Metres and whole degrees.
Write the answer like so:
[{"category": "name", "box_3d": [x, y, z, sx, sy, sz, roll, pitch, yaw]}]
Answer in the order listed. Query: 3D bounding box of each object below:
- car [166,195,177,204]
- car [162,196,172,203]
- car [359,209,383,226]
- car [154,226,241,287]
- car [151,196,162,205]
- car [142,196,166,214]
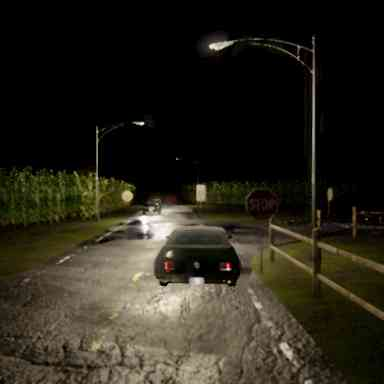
[{"category": "car", "box_3d": [-4.171, 1.424, 65.216, 2.097, 1.767, 4.553, 0, 0, -7]}, {"category": "car", "box_3d": [-5.598, 1.647, 75.190, 1.994, 1.385, 4.181, 0, 0, -9]}, {"category": "car", "box_3d": [13.232, 1.369, 20.923, 4.718, 1.301, 1.895, -1, 0, 3]}, {"category": "car", "box_3d": [0.188, 1.603, 9.292, 1.895, 1.301, 4.718, 0, 0, 2]}, {"category": "car", "box_3d": [-6.678, 1.546, 62.176, 1.882, 1.535, 5.008, 0, 0, -6]}, {"category": "car", "box_3d": [-4.156, 1.516, 34.949, 2.128, 1.511, 4.902, 0, 0, -4]}]
